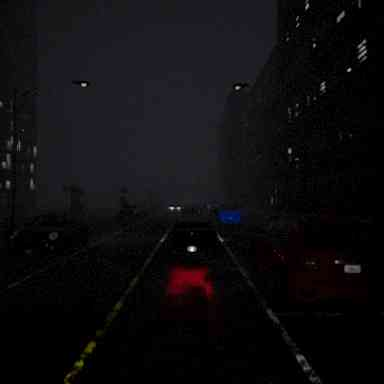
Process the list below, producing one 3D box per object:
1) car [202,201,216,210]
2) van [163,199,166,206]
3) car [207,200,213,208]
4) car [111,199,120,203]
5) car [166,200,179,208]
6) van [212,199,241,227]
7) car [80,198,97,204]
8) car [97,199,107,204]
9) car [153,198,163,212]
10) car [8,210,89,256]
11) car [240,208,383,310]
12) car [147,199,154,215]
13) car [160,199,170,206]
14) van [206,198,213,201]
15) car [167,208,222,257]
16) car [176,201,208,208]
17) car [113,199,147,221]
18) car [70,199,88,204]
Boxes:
[{"bbox_3d":[2.705,2.098,53.151,1.947,1.339,4.313,1,-1,0],"label":"car"},{"bbox_3d":[-5.640,1.873,53.121,1.690,1.788,3.998,1,-1,0],"label":"van"},{"bbox_3d":[2.704,1.917,36.215,1.887,1.381,4.507,1,-1,0],"label":"car"},{"bbox_3d":[-19.710,2.562,90.369,4.403,1.369,2.008,0,-1,1],"label":"car"},{"bbox_3d":[-3.031,2.157,61.624,2.033,1.411,5.357,0,-1,1],"label":"car"},{"bbox_3d":[2.705,1.601,24.923,1.690,1.788,3.998,1,-1,0],"label":"van"},{"bbox_3d":[-26.370,2.281,81.825,4.097,1.590,1.967,0,-1,1],"label":"car"},{"bbox_3d":[-25.191,2.604,90.444,4.313,1.339,1.947,0,-1,1],"label":"car"},{"bbox_3d":[-5.643,2.024,47.473,1.887,1.381,4.507,1,-1,0],"label":"car"},{"bbox_3d":[-5.681,1.584,13.601,1.967,1.590,4.097,1,-1,0],"label":"car"},{"bbox_3d":[2.703,1.401,7.986,2.192,1.841,5.009,1,-1,0],"label":"car"},{"bbox_3d":[-5.643,1.812,36.184,1.967,1.590,4.097,1,-1,0],"label":"car"},{"bbox_3d":[-5.641,2.231,70.056,1.887,1.381,4.507,1,-1,0],"label":"car"},{"bbox_3d":[2.708,1.821,47.508,1.690,1.788,3.998,1,-1,0],"label":"van"},{"bbox_3d":[0.024,1.651,13.507,1.837,1.490,4.892,0,0,1],"label":"car"},{"bbox_3d":[0.025,1.789,28.505,2.128,1.511,4.902,0,0,1],"label":"car"},{"bbox_3d":[-5.649,1.756,30.538,1.967,1.590,4.097,1,-1,0],"label":"car"},{"bbox_3d":[-30.671,2.646,90.519,4.206,1.307,1.802,0,-1,1],"label":"car"}]
